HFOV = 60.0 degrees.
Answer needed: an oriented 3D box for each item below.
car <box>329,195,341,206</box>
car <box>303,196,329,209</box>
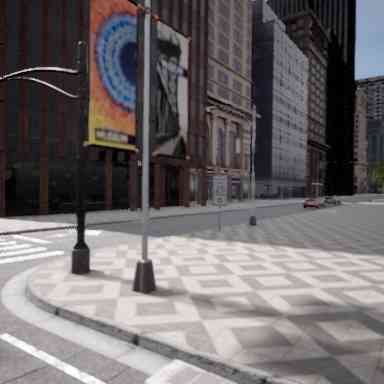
[{"bbox_3d":[21.541,1.283,51.077,2.128,1.511,4.902,1,1,35],"label":"car"},{"bbox_3d":[15.812,1.399,42.889,1.994,1.385,4.181,1,1,36],"label":"car"}]
